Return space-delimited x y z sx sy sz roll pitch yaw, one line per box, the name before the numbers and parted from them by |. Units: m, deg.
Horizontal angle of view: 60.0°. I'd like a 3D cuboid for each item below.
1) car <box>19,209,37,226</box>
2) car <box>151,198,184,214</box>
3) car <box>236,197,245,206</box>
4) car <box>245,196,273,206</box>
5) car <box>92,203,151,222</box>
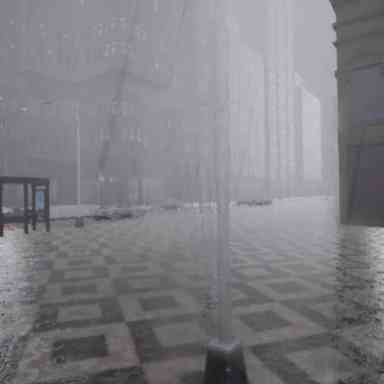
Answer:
car | -12.111 1.623 21.612 1.895 1.301 4.718 -1 0 35
car | -2.837 1.415 34.635 2.128 1.511 4.902 -1 0 35
car | 8.726 1.370 50.713 2.033 1.411 5.357 -1 0 35
car | 9.742 1.367 46.851 1.895 1.301 4.718 -1 0 36
car | -5.476 1.490 25.386 1.994 1.385 4.181 -1 0 35
